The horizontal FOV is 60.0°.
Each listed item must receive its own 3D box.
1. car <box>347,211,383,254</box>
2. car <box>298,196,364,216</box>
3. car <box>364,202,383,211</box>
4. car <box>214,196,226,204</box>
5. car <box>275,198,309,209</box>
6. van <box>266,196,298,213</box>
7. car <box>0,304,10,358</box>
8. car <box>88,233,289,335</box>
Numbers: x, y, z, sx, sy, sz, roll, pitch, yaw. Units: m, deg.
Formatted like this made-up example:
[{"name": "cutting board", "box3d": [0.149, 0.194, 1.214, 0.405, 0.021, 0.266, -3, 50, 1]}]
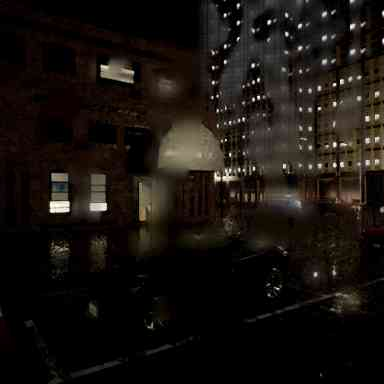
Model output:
[{"name": "car", "box3d": [7.995, 1.550, 12.396, 4.507, 1.381, 1.887, 0, 0, -35]}, {"name": "car", "box3d": [13.097, 1.324, 31.702, 2.192, 1.841, 5.009, 0, 0, -35]}, {"name": "car", "box3d": [19.980, 1.519, 36.485, 2.008, 1.369, 4.403, 0, 0, -35]}, {"name": "car", "box3d": [4.073, 1.458, 59.375, 1.752, 1.417, 4.829, 0, 0, -35]}, {"name": "car", "box3d": [13.656, 1.534, 45.586, 1.802, 1.307, 4.206, 0, 0, -35]}, {"name": "van", "box3d": [9.935, 1.342, 36.252, 1.690, 1.788, 3.998, 0, 0, -35]}, {"name": "car", "box3d": [-4.322, 1.439, 3.489, 4.097, 1.590, 1.967, 0, 0, -35]}, {"name": "car", "box3d": [0.147, 1.568, 6.735, 4.313, 1.339, 1.947, 0, 0, -35]}]
